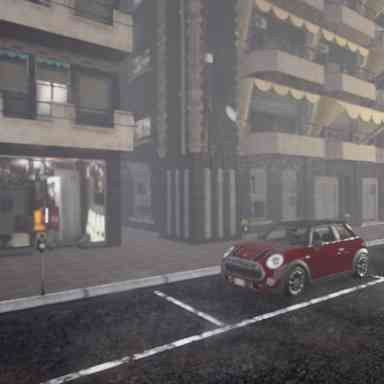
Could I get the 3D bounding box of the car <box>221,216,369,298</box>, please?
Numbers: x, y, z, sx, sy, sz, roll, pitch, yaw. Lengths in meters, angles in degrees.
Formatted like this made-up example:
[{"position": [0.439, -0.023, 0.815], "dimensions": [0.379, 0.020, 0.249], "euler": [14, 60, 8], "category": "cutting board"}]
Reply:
[{"position": [2.677, 1.466, 8.490], "dimensions": [4.097, 1.590, 1.967], "euler": [0, -1, -35], "category": "car"}]
